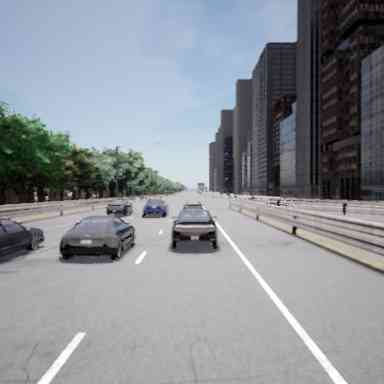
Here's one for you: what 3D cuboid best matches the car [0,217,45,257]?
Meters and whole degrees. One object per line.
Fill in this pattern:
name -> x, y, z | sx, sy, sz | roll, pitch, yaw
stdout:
car -> -6.895, 1.550, 11.075 | 2.033, 1.411, 5.357 | 0, 0, 0

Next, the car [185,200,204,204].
car -> 0.111, 1.510, 32.017 | 2.128, 1.511, 4.902 | 0, 0, 0

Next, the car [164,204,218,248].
car -> 0.104, 1.496, 14.819 | 2.128, 1.511, 4.902 | 0, 0, 0

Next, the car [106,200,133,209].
car -> -6.888, 1.510, 32.030 | 2.128, 1.511, 4.902 | 0, 0, 0

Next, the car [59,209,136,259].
car -> -3.394, 1.568, 12.675 | 1.994, 1.385, 4.181 | 0, 0, 0

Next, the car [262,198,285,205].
car -> 11.672, 1.588, 48.393 | 2.128, 1.511, 4.902 | 0, 0, -15

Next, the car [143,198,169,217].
car -> -3.388, 1.370, 31.801 | 2.097, 1.767, 4.553 | 0, 0, 0
